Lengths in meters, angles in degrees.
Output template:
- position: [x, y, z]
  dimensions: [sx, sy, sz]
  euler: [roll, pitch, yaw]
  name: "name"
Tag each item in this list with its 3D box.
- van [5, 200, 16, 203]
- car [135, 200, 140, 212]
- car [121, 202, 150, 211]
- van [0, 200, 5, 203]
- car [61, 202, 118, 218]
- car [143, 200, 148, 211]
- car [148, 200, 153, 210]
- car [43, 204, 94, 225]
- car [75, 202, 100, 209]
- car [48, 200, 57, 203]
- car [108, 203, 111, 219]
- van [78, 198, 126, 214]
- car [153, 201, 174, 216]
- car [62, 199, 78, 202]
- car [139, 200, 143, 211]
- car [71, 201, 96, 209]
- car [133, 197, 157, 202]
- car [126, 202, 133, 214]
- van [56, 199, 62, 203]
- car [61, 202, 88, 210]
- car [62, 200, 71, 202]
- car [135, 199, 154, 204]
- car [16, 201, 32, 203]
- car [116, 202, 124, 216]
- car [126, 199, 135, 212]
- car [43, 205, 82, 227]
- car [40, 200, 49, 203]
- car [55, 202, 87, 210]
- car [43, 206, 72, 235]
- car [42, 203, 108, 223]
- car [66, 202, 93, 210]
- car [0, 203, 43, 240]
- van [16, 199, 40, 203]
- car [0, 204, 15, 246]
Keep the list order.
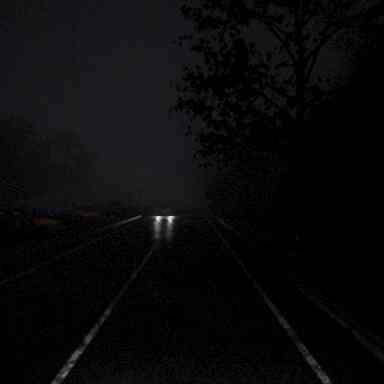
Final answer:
- position: [-23.493, 1.888, 38.768]
  dimensions: [4.442, 1.987, 1.878]
  euler: [0, -1, 0]
  name: "van"
- position: [-10.288, 2.275, 47.013]
  dimensions: [4.892, 1.521, 2.231]
  euler: [0, -1, 0]
  name: "car"
- position: [-10.294, 2.630, 60.878]
  dimensions: [4.892, 1.521, 2.231]
  euler: [0, -2, 0]
  name: "car"
- position: [-23.261, 1.837, 35.998]
  dimensions: [4.442, 1.987, 1.878]
  euler: [0, -1, 0]
  name: "van"
- position: [-10.270, 2.041, 33.134]
  dimensions: [4.792, 1.488, 2.163]
  euler: [0, -1, 0]
  name: "car"
- position: [-10.106, 2.400, 52.432]
  dimensions: [5.366, 1.575, 1.946]
  euler: [0, -2, 0]
  name: "car"
- position: [-10.104, 2.550, 58.103]
  dimensions: [5.366, 1.575, 1.946]
  euler: [0, -2, 0]
  name: "car"
- position: [-10.309, 1.860, 24.807]
  dimensions: [4.892, 1.521, 2.231]
  euler: [0, -1, 0]
  name: "car"
- position: [-23.357, 2.999, 74.631]
  dimensions: [5.008, 1.535, 2.097]
  euler: [0, -2, 0]
  name: "car"
- position: [-23.401, 2.364, 49.708]
  dimensions: [4.792, 1.488, 2.163]
  euler: [0, -1, 0]
  name: "car"
- position: [-10.272, 1.990, 30.358]
  dimensions: [4.792, 1.488, 2.163]
  euler: [0, -1, 0]
  name: "car"
- position: [-10.414, 1.887, 38.690]
  dimensions: [4.442, 1.987, 1.878]
  euler: [0, -1, 0]
  name: "van"
- position: [-3.409, 2.204, 42.397]
  dimensions: [1.837, 1.490, 4.892]
  euler: [0, -1, 0]
  name: "car"
- position: [-23.398, 2.302, 58.147]
  dimensions: [5.566, 2.045, 2.435]
  euler: [0, -2, 0]
  name: "car"
- position: [-10.478, 2.334, 49.780]
  dimensions: [5.366, 1.575, 1.946]
  euler: [0, -1, 0]
  name: "car"
- position: [-23.395, 2.799, 71.864]
  dimensions: [4.553, 1.767, 2.185]
  euler: [0, -2, 0]
  name: "car"
- position: [-10.314, 2.527, 66.436]
  dimensions: [5.566, 2.045, 2.435]
  euler: [0, -2, 0]
  name: "car"
- position: [-10.326, 2.193, 41.461]
  dimensions: [4.792, 1.488, 2.163]
  euler: [0, -1, 0]
  name: "car"
- position: [-23.488, 2.177, 52.485]
  dimensions: [4.442, 1.987, 1.878]
  euler: [0, -1, 0]
  name: "van"
- position: [-23.363, 2.818, 66.446]
  dimensions: [4.674, 1.452, 2.002]
  euler: [0, -2, 0]
  name: "car"
- position: [-23.342, 2.508, 55.371]
  dimensions: [4.792, 1.488, 2.163]
  euler: [0, -2, 0]
  name: "car"
- position: [-10.473, 2.700, 63.654]
  dimensions: [5.366, 1.575, 1.946]
  euler: [0, -2, 0]
  name: "car"
- position: [-23.381, 2.164, 41.533]
  dimensions: [5.008, 1.535, 2.097]
  euler: [0, -1, 0]
  name: "car"
- position: [-10.269, 2.091, 35.909]
  dimensions: [4.792, 1.488, 2.163]
  euler: [0, -1, 0]
  name: "car"
- position: [-10.326, 2.091, 44.237]
  dimensions: [4.553, 1.767, 2.185]
  euler: [0, -1, 0]
  name: "car"
- position: [-10.298, 1.809, 22.031]
  dimensions: [4.892, 1.521, 2.231]
  euler: [0, -1, 0]
  name: "car"
- position: [-23.403, 2.304, 47.069]
  dimensions: [4.792, 1.488, 2.163]
  euler: [0, -1, 0]
  name: "car"
- position: [-23.181, 2.700, 63.678]
  dimensions: [5.366, 1.575, 1.946]
  euler: [0, -2, 0]
  name: "car"
- position: [-10.120, 1.754, 19.256]
  dimensions: [5.366, 1.575, 1.946]
  euler: [0, -1, 0]
  name: "car"
- position: [-10.116, 1.906, 27.583]
  dimensions: [5.366, 1.575, 1.946]
  euler: [0, -1, 0]
  name: "car"
- position: [-23.335, 2.882, 69.215]
  dimensions: [4.792, 1.488, 2.163]
  euler: [0, -2, 0]
  name: "car"
- position: [-10.275, 1.580, 16.482]
  dimensions: [4.553, 1.767, 2.185]
  euler: [0, -1, 0]
  name: "car"
- position: [-23.266, 1.992, 44.323]
  dimensions: [4.442, 1.987, 1.878]
  euler: [0, -1, 0]
  name: "van"
- position: [-10.276, 1.530, 13.707]
  dimensions: [4.553, 1.767, 2.185]
  euler: [0, -1, 0]
  name: "car"
